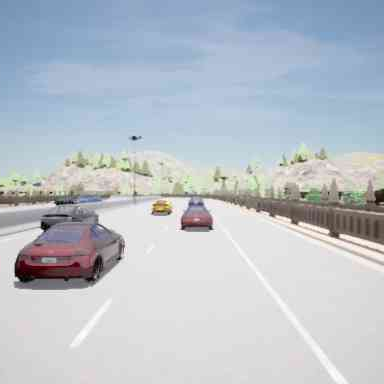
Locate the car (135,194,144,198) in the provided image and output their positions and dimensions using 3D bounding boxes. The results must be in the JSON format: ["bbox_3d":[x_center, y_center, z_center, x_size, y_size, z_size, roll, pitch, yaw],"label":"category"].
[{"bbox_3d":[-13.169,1.401,83.032,2.097,1.767,4.553,0,0,1],"label":"car"}]

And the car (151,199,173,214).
[{"bbox_3d":[-3.063,1.477,34.782,1.882,1.535,5.008,0,0,1],"label":"car"}]

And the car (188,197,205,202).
[{"bbox_3d":[0.512,1.354,42.161,2.097,1.767,4.553,0,0,1],"label":"car"}]

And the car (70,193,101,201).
[{"bbox_3d":[-13.649,1.215,43.979,2.150,2.045,5.566,0,0,1],"label":"car"}]

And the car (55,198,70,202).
[{"bbox_3d":[-20.514,1.591,53.958,1.895,1.301,4.718,0,0,1],"label":"car"}]

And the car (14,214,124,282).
[{"bbox_3d":[-3.313,1.562,9.764,1.994,1.385,4.181,0,0,0],"label":"car"}]

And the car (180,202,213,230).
[{"bbox_3d":[0.298,1.565,21.281,1.994,1.385,4.181,0,0,1],"label":"car"}]

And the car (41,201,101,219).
[{"bbox_3d":[-6.728,1.487,18.721,2.128,1.511,4.902,0,0,1],"label":"car"}]
